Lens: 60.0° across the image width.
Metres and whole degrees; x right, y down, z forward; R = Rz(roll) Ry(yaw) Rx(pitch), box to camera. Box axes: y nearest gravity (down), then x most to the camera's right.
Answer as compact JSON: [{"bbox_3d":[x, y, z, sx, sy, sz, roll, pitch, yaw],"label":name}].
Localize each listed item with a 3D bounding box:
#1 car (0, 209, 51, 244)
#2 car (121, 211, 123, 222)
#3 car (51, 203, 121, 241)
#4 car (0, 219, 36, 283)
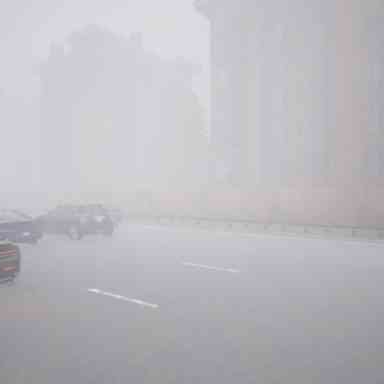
[{"bbox_3d":[-8.441,1.479,14.296,5.008,1.535,1.882,0,0,35],"label":"car"},{"bbox_3d":[-6.594,1.492,21.574,4.902,1.511,2.128,0,0,35],"label":"car"},{"bbox_3d":[-6.093,1.353,16.922,4.553,1.767,2.097,0,0,35],"label":"car"},{"bbox_3d":[-6.228,1.506,8.424,4.892,1.490,1.837,0,0,35],"label":"car"}]
